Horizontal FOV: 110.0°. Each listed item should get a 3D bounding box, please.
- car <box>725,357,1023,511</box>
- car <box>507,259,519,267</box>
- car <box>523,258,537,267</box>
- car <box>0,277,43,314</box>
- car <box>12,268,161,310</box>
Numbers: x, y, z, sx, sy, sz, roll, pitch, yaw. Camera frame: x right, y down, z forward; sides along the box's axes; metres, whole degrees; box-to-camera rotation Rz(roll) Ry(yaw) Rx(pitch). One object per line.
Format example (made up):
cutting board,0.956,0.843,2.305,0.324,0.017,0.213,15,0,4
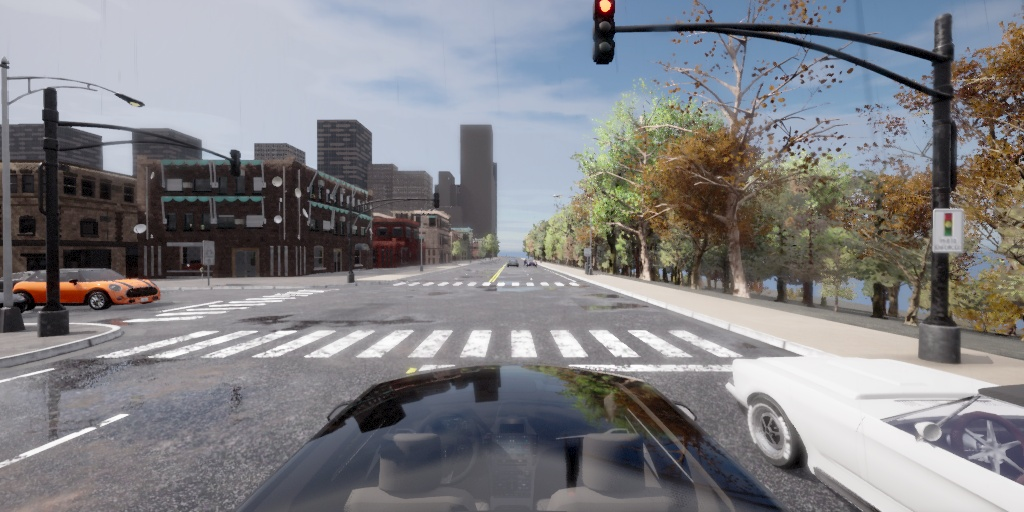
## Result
car,3.350,1.351,1.913,1.895,1.301,4.718,0,0,0
car,0.158,1.290,63.420,1.994,1.385,4.181,0,0,1
car,3.420,1.327,63.698,1.895,1.301,4.718,0,0,0
car,-19.936,1.565,12.562,4.313,1.339,1.948,0,0,0
car,-17.966,1.301,15.296,4.553,1.767,2.097,-1,1,-1
